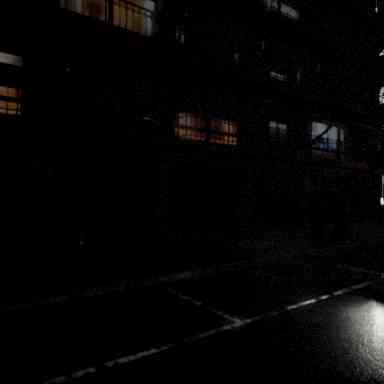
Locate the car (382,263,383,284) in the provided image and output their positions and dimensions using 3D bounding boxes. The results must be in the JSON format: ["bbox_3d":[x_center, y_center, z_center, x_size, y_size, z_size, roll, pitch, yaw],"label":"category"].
[{"bbox_3d":[6.432,1.511,7.967,4.892,1.490,1.837,0,0,-36],"label":"car"}]
